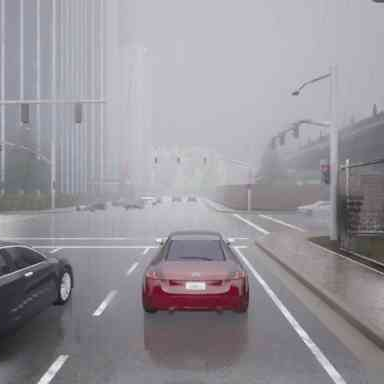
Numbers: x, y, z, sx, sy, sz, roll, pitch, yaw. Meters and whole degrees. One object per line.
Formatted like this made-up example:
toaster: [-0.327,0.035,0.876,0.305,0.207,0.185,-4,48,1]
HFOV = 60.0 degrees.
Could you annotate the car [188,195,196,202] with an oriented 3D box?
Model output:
car: [0.016,1.478,74.791,1.882,1.535,5.008,0,0,0]

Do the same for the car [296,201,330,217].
car: [12.370,1.581,31.754,4.674,1.442,1.812,0,0,-3]

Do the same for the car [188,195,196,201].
car: [0.009,1.478,85.198,1.882,1.535,5.008,0,0,0]

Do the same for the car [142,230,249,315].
car: [0.073,1.564,7.654,1.994,1.385,4.181,0,0,0]

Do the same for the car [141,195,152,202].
car: [-10.492,1.467,77.214,1.837,1.490,4.892,0,0,0]

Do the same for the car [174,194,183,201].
car: [-3.491,1.386,84.669,2.128,1.511,4.902,0,0,0]

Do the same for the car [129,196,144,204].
car: [-10.535,1.547,63.674,2.033,1.411,5.357,0,0,1]

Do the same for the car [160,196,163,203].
car: [-7.012,1.503,66.969,1.837,1.490,4.892,0,0,0]

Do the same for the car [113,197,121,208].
car: [-10.588,1.505,49.432,1.837,1.490,4.892,0,0,0]

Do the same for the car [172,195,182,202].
car: [-3.492,1.495,74.245,1.837,1.490,4.892,0,0,0]

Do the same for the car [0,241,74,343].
car: [-3.441,1.505,5.198,1.837,1.490,4.892,0,0,0]

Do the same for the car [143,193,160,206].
car: [-7.082,1.224,54.299,2.150,2.045,5.566,0,0,0]

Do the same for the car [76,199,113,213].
car: [-11.216,1.506,37.523,2.128,1.511,4.902,0,1,10]

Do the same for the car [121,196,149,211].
car: [-7.093,1.547,41.842,2.033,1.411,5.357,0,0,0]
